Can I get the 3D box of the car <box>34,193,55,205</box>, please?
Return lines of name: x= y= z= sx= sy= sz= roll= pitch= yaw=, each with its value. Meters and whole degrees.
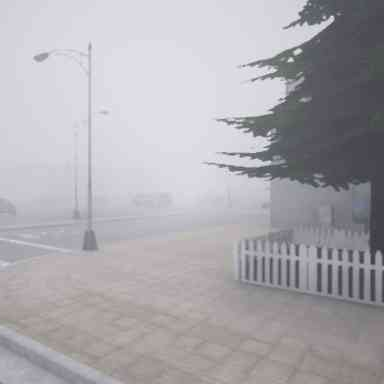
car: x=-22.965 y=1.278 z=51.680 sx=3.633 sy=1.501 sz=1.845 roll=0 pitch=0 yaw=36

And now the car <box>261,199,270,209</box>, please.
car: x=10.635 y=1.571 z=43.062 sx=1.895 sy=1.301 sz=4.718 roll=0 pitch=0 yaw=36

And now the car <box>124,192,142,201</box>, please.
car: x=-13.576 y=1.030 z=76.677 sx=3.866 sy=1.878 sz=1.905 roll=0 pitch=0 yaw=36

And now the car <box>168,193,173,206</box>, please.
car: x=-4.465 y=1.051 z=46.278 sx=3.866 sy=1.878 sz=1.905 roll=0 pitch=0 yaw=36

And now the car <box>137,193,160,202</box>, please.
car: x=-9.148 y=1.057 z=69.390 sx=4.605 sy=1.855 sz=1.932 roll=0 pitch=0 yaw=36

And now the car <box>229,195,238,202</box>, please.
car: x=6.576 y=1.206 z=62.004 sx=3.806 sy=1.475 sz=1.970 roll=0 pitch=0 yaw=36

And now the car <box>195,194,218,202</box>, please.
car: x=3.031 y=1.266 z=69.113 sx=4.514 sy=1.523 sz=2.007 roll=0 pitch=0 yaw=36

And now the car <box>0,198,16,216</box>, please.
car: x=-16.886 y=1.348 z=28.740 sx=3.633 sy=1.501 sz=1.845 roll=0 pitch=0 yaw=36

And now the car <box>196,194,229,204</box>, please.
car: x=3.062 y=1.128 z=56.624 sx=5.027 sy=1.636 sz=2.152 roll=0 pitch=0 yaw=36

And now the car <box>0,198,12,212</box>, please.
car: x=-21.133 y=1.352 z=35.516 sx=3.806 sy=1.475 sz=1.970 roll=0 pitch=0 yaw=36

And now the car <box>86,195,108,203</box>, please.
car: x=-17.052 y=1.257 z=59.736 sx=4.514 sy=1.523 sz=2.007 roll=0 pitch=0 yaw=36

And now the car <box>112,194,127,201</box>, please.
car: x=-16.027 y=1.313 z=74.348 sx=3.806 sy=1.475 sz=1.970 roll=0 pitch=0 yaw=36

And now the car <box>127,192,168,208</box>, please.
car: x=-5.841 y=1.072 z=43.686 sx=4.605 sy=1.855 sz=1.932 roll=0 pitch=0 yaw=36
